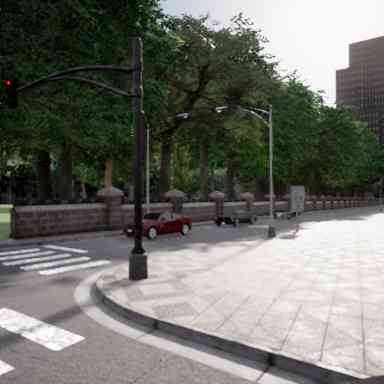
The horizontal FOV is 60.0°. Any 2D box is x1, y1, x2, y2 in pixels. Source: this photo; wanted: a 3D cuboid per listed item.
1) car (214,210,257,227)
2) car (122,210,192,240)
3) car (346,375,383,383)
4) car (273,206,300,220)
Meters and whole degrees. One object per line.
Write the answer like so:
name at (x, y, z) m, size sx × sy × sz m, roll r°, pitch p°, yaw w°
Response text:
car at (3.758, 2.220, 28.196) m, size 1.895 × 1.301 × 4.718 m, roll 0°, pitch -1°, yaw 35°
car at (-1.975, 1.892, 20.107) m, size 1.882 × 1.535 × 5.008 m, roll 0°, pitch -1°, yaw 35°
car at (2.623, 1.542, 1.090) m, size 4.403 × 1.369 × 2.008 m, roll 0°, pitch 0°, yaw 36°
car at (10.912, 2.372, 38.282) m, size 2.128 × 1.511 × 4.902 m, roll 0°, pitch -2°, yaw 35°
